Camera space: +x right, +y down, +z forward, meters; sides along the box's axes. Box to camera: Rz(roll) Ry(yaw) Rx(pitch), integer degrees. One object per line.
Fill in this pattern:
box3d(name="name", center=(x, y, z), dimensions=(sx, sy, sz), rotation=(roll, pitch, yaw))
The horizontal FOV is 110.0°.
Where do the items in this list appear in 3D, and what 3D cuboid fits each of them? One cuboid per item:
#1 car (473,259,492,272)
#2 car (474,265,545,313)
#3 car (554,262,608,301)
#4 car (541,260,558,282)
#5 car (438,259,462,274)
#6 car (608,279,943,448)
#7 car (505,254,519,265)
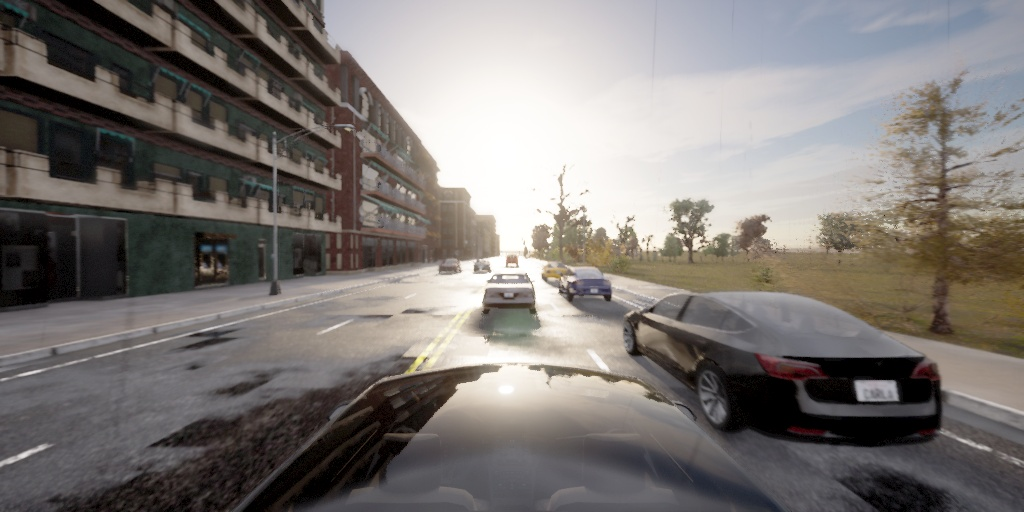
box3d(name="car", center=(-3.319, 1.055, 40.870), dimensions=(2.128, 1.511, 4.902), rotation=(0, 0, 0))
box3d(name="car", center=(-0.072, 1.239, 13.603), dimensions=(2.033, 1.411, 5.357), rotation=(0, 0, 1))
box3d(name="car", center=(3.254, 1.203, 16.505), dimensions=(1.812, 1.442, 4.674), rotation=(0, 0, 0))
box3d(name="car", center=(3.257, 1.080, 27.695), dimensions=(1.801, 1.575, 5.366), rotation=(0, 0, 0))
box3d(name="car", center=(-6.578, 1.052, 38.458), dimensions=(1.882, 1.535, 5.008), rotation=(0, 0, 0))
box3d(name="car", center=(3.251, 1.235, 5.535), dimensions=(2.163, 1.488, 4.792), rotation=(0, 0, 0))
box3d(name="car", center=(0.021, 0.697, 60.874), dimensions=(2.150, 2.045, 5.566), rotation=(0, 1, 0))
